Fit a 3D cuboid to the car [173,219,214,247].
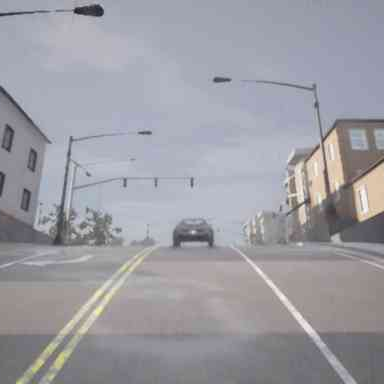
[{"bbox_3d":[0.114,2.094,17.076,1.994,1.385,4.181,0,-8,2],"label":"car"}]
